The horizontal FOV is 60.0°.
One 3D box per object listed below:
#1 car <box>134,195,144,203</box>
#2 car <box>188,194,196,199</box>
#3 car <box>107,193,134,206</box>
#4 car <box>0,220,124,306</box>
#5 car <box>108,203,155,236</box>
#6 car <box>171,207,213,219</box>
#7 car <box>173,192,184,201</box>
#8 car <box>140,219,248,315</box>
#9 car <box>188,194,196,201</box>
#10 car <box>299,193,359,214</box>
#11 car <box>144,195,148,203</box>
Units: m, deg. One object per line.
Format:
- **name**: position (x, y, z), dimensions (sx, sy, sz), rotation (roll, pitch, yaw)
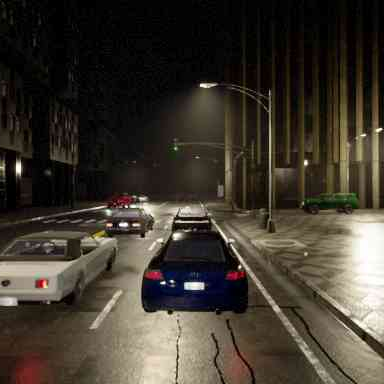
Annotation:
- **car**: position (-9.842, 1.377, 55.192), dimensions (2.128, 1.511, 4.902), rotation (0, 0, 0)
- **car**: position (-0.004, 1.199, 85.450), dimensions (1.895, 1.301, 4.718), rotation (0, 0, 0)
- **car**: position (-9.852, 1.142, 45.119), dimensions (2.150, 2.045, 5.566), rotation (0, 0, 0)
- **car**: position (-3.147, 1.597, 7.952), dimensions (1.895, 1.301, 4.718), rotation (0, 0, 0)
- **car**: position (-3.153, 1.532, 17.607), dimensions (2.033, 1.411, 5.357), rotation (0, 0, 0)
- **car**: position (-0.002, 1.478, 16.541), dimensions (2.128, 1.511, 4.902), rotation (0, 0, 0)
- **car**: position (-3.254, 1.302, 74.999), dimensions (1.837, 1.490, 4.892), rotation (0, 0, 0)
- **car**: position (0.086, 1.561, 7.647), dimensions (1.994, 1.385, 4.181), rotation (0, 0, 1)
- **car**: position (-0.004, 1.342, 74.999), dimensions (2.033, 1.411, 5.357), rotation (0, 0, 0)
- **car**: position (13.566, 1.113, 32.990), dimensions (5.566, 2.045, 2.150), rotation (0, 0, 2)
- **car**: position (-9.784, 1.371, 65.763), dimensions (1.812, 1.442, 4.674), rotation (0, 0, 1)
